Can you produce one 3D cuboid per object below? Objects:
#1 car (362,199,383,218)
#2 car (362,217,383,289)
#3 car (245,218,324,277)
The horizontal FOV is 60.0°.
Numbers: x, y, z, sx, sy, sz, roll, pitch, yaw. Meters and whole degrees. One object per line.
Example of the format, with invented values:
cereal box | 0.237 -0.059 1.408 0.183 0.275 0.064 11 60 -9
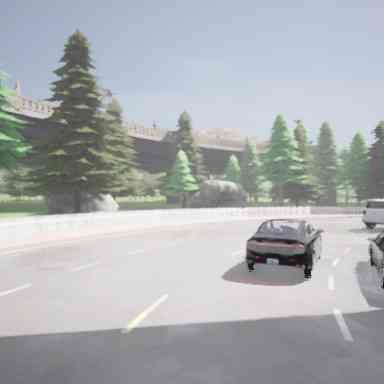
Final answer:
car | 13.955 1.527 22.648 5.566 2.045 2.150 1 -1 -31
car | 5.960 1.674 8.957 2.033 1.411 5.357 0 0 24
car | 3.128 1.607 10.835 2.128 1.511 4.902 0 0 25
